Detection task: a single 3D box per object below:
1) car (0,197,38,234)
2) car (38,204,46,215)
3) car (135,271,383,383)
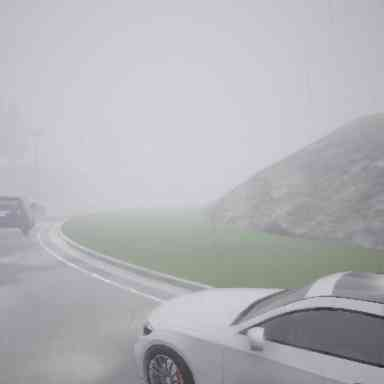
[{"bbox_3d":[-10.524,1.309,19.352,2.150,2.045,5.566,0,-1,-21],"label":"car"},{"bbox_3d":[-16.342,1.684,33.292,1.812,1.442,4.674,0,0,-1],"label":"car"},{"bbox_3d":[1.520,1.531,3.128,4.674,1.442,1.812,0,0,37],"label":"car"}]
